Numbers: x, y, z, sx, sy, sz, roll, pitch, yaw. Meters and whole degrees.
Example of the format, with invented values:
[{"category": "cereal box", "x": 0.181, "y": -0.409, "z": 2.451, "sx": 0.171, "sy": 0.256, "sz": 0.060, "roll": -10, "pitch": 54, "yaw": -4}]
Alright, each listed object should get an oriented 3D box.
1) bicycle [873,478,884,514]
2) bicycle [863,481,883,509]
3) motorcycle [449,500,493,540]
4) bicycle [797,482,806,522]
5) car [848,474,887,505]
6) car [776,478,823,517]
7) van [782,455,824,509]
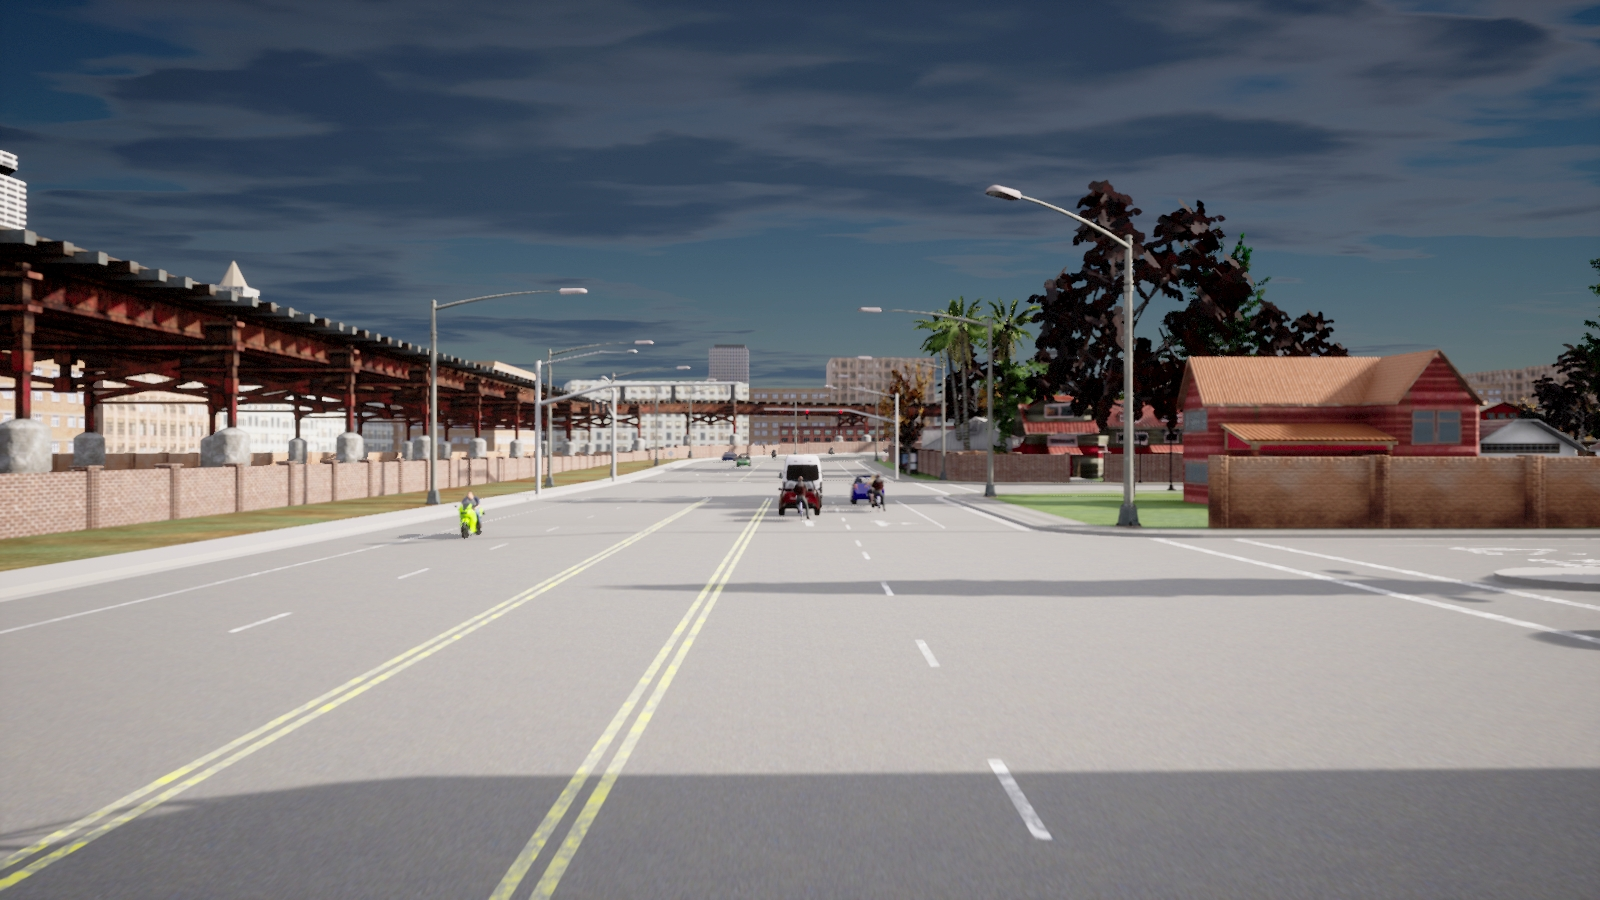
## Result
[{"category": "bicycle", "x": 3.528, "y": 2.056, "z": 51.428, "sx": 0.329, "sy": 1.496, "sz": 1.835, "roll": 0, "pitch": 0, "yaw": 0}, {"category": "bicycle", "x": 3.519, "y": 2.154, "z": 55.056, "sx": 0.859, "sy": 1.301, "sz": 1.487, "roll": 0, "pitch": 0, "yaw": -1}, {"category": "motorcycle", "x": -10.480, "y": 2.218, "z": 36.460, "sx": 0.803, "sy": 1.145, "sz": 2.033, "roll": 0, "pitch": 0, "yaw": 0}, {"category": "bicycle", "x": 0.068, "y": 2.052, "z": 45.144, "sx": 0.329, "sy": 1.496, "sz": 1.835, "roll": -1, "pitch": 0, "yaw": 0}, {"category": "car", "x": 3.488, "y": 2.047, "z": 59.651, "sx": 1.845, "sy": 1.501, "sz": 3.633, "roll": 0, "pitch": 0, "yaw": 0}, {"category": "car", "x": -0.019, "y": 2.048, "z": 50.350, "sx": 2.007, "sy": 1.525, "sz": 4.514, "roll": 0, "pitch": 0, "yaw": 0}, {"category": "van", "x": 0.089, "y": 1.543, "z": 57.331, "sx": 1.988, "sy": 2.561, "sz": 5.915, "roll": 0, "pitch": 0, "yaw": -1}]
